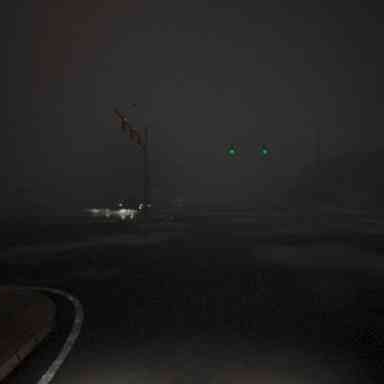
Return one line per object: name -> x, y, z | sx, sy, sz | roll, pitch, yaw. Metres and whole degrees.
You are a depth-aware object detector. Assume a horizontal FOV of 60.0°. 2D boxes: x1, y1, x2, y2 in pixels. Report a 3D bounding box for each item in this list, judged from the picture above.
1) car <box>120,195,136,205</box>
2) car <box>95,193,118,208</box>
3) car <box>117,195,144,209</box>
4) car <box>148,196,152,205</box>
car -> -11.522, 1.404, 59.911 | 1.837, 1.490, 4.892 | 0, 0, 1
car -> -11.564, 1.145, 45.620 | 2.150, 2.045, 5.566 | 0, 0, 1
car -> -8.079, 1.417, 44.480 | 2.128, 1.511, 4.902 | 0, 0, 0
car -> -8.016, 1.467, 57.728 | 1.994, 1.385, 4.181 | 0, 0, 0
